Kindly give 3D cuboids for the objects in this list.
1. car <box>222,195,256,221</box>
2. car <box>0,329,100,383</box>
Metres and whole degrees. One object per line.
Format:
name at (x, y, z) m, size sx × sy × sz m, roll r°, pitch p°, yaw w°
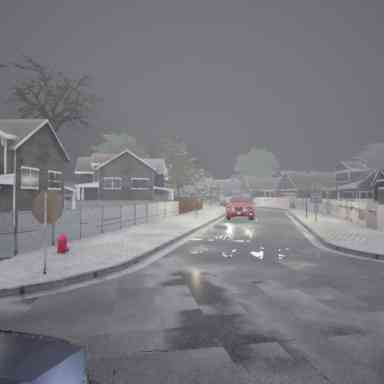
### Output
car at (4.232, 1.293, 28.427) m, size 2.150 × 2.045 × 5.566 m, roll 0°, pitch 0°, yaw 13°
car at (-2.150, 1.552, 0.620) m, size 2.033 × 1.411 × 5.357 m, roll 0°, pitch -1°, yaw 13°
